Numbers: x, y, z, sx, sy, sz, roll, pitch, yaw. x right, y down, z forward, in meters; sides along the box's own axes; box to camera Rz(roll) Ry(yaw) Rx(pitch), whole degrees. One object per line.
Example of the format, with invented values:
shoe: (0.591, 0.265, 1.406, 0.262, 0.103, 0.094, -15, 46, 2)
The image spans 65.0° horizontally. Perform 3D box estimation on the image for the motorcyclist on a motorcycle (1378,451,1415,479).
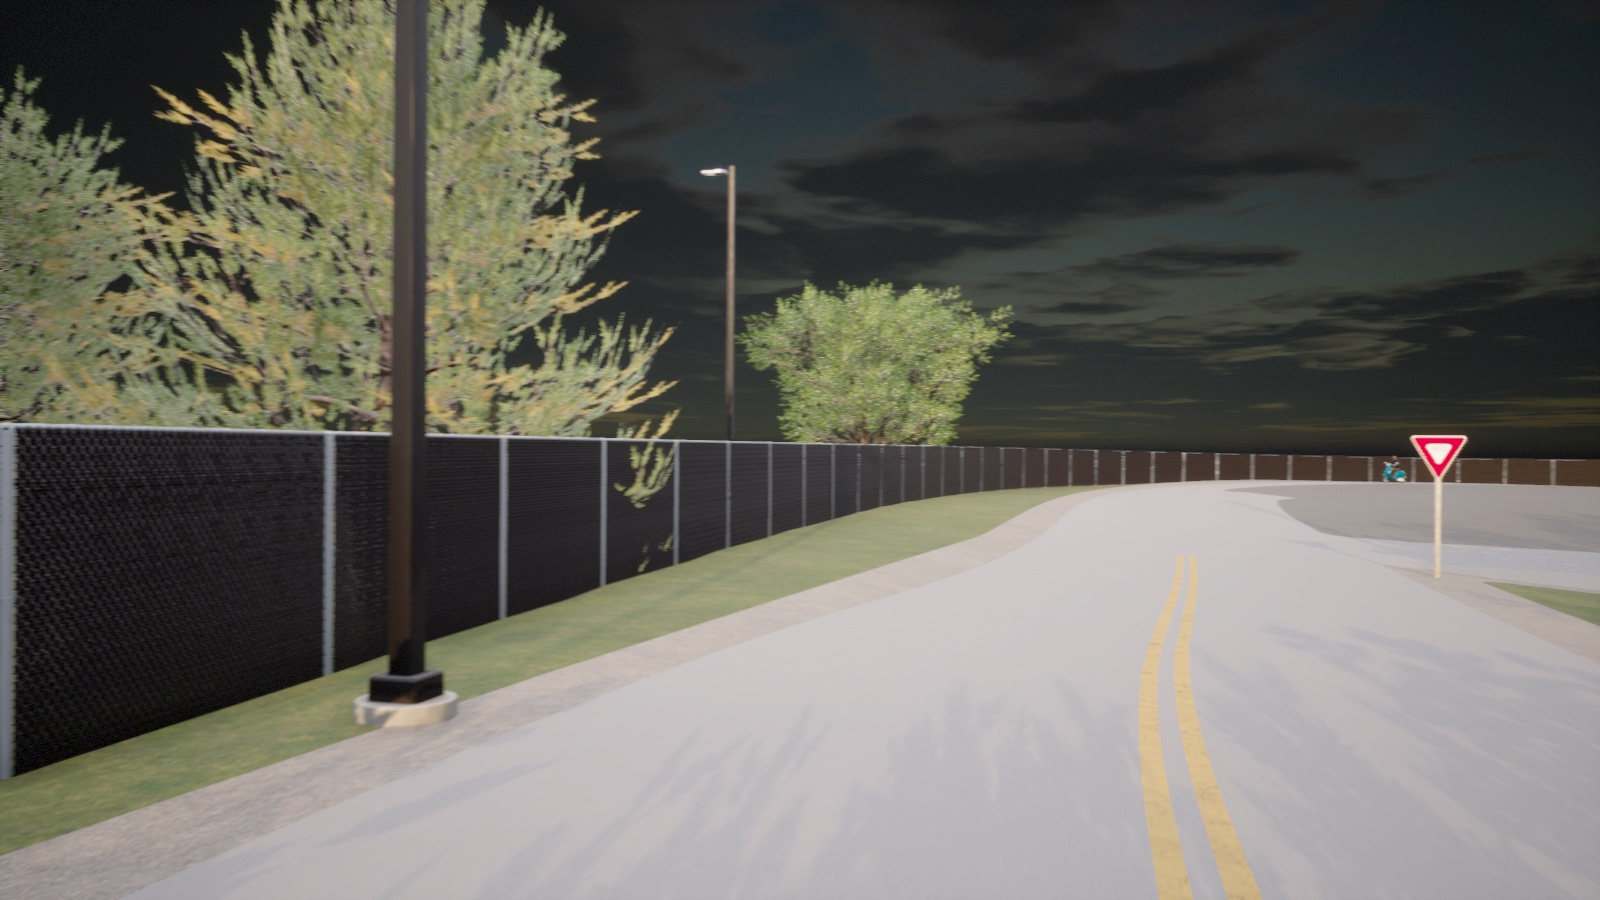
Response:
motorcyclist on a motorcycle: (33.779, 0.851, 71.136, 1.817, 1.590, 0.866, 0, 0, -23)
